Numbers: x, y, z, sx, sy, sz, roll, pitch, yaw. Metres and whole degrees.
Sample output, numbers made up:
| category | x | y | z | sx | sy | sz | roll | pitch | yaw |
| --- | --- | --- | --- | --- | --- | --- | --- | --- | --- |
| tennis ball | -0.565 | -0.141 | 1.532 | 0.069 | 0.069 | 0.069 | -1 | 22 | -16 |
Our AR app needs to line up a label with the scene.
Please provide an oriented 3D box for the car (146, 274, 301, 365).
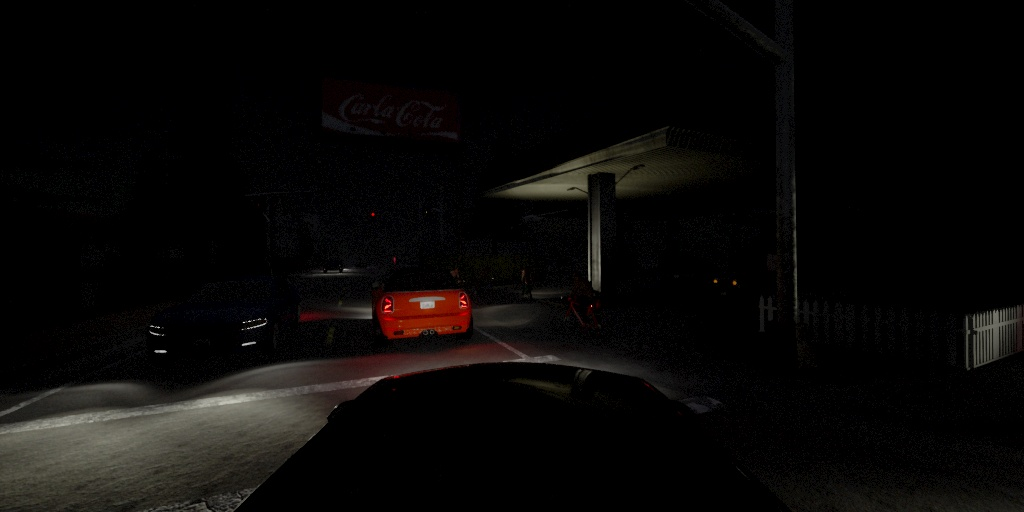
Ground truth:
| category | x | y | z | sx | sy | sz | roll | pitch | yaw |
| --- | --- | --- | --- | --- | --- | --- | --- | --- | --- |
| car | -6.274 | 1.210 | 8.381 | 1.882 | 1.535 | 5.008 | 0 | 0 | -23 |

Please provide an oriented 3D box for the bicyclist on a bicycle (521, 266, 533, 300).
| category | x | y | z | sx | sy | sz | roll | pitch | yaw |
| --- | --- | --- | --- | --- | --- | --- | --- | --- | --- |
| bicyclist on a bicycle | 0.753 | 1.326 | 17.890 | 0.582 | 1.620 | 1.656 | -1 | 0 | 16 |

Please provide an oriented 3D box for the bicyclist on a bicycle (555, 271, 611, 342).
| category | x | y | z | sx | sy | sz | roll | pitch | yaw |
| --- | --- | --- | --- | --- | --- | --- | --- | --- | --- |
| bicyclist on a bicycle | 1.687 | 1.198 | 8.683 | 0.582 | 1.620 | 1.656 | 3 | -2 | -43 |

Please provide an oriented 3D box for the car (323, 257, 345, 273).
| category | x | y | z | sx | sy | sz | roll | pitch | yaw |
| --- | --- | --- | --- | --- | --- | --- | --- | --- | --- |
| car | -23.808 | 1.173 | 47.775 | 2.150 | 2.045 | 5.566 | 0 | 0 | -25 |

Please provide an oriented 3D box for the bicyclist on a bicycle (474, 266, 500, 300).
| category | x | y | z | sx | sy | sz | roll | pitch | yaw |
| --- | --- | --- | --- | --- | --- | --- | --- | --- | --- |
| bicyclist on a bicycle | -1.356 | 1.336 | 17.770 | 1.656 | 1.620 | 0.582 | 0 | 0 | -21 |

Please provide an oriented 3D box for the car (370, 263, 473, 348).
| category | x | y | z | sx | sy | sz | roll | pitch | yaw |
| --- | --- | --- | --- | --- | --- | --- | --- | --- | --- |
| car | -2.563 | 1.052 | 9.459 | 2.097 | 1.767 | 4.553 | 0 | 0 | -22 |

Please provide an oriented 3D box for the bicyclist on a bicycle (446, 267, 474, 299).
| category | x | y | z | sx | sy | sz | roll | pitch | yaw |
| --- | --- | --- | --- | --- | --- | --- | --- | --- | --- |
| bicyclist on a bicycle | -2.660 | 1.310 | 16.386 | 1.656 | 1.620 | 0.582 | 1 | 0 | 37 |
